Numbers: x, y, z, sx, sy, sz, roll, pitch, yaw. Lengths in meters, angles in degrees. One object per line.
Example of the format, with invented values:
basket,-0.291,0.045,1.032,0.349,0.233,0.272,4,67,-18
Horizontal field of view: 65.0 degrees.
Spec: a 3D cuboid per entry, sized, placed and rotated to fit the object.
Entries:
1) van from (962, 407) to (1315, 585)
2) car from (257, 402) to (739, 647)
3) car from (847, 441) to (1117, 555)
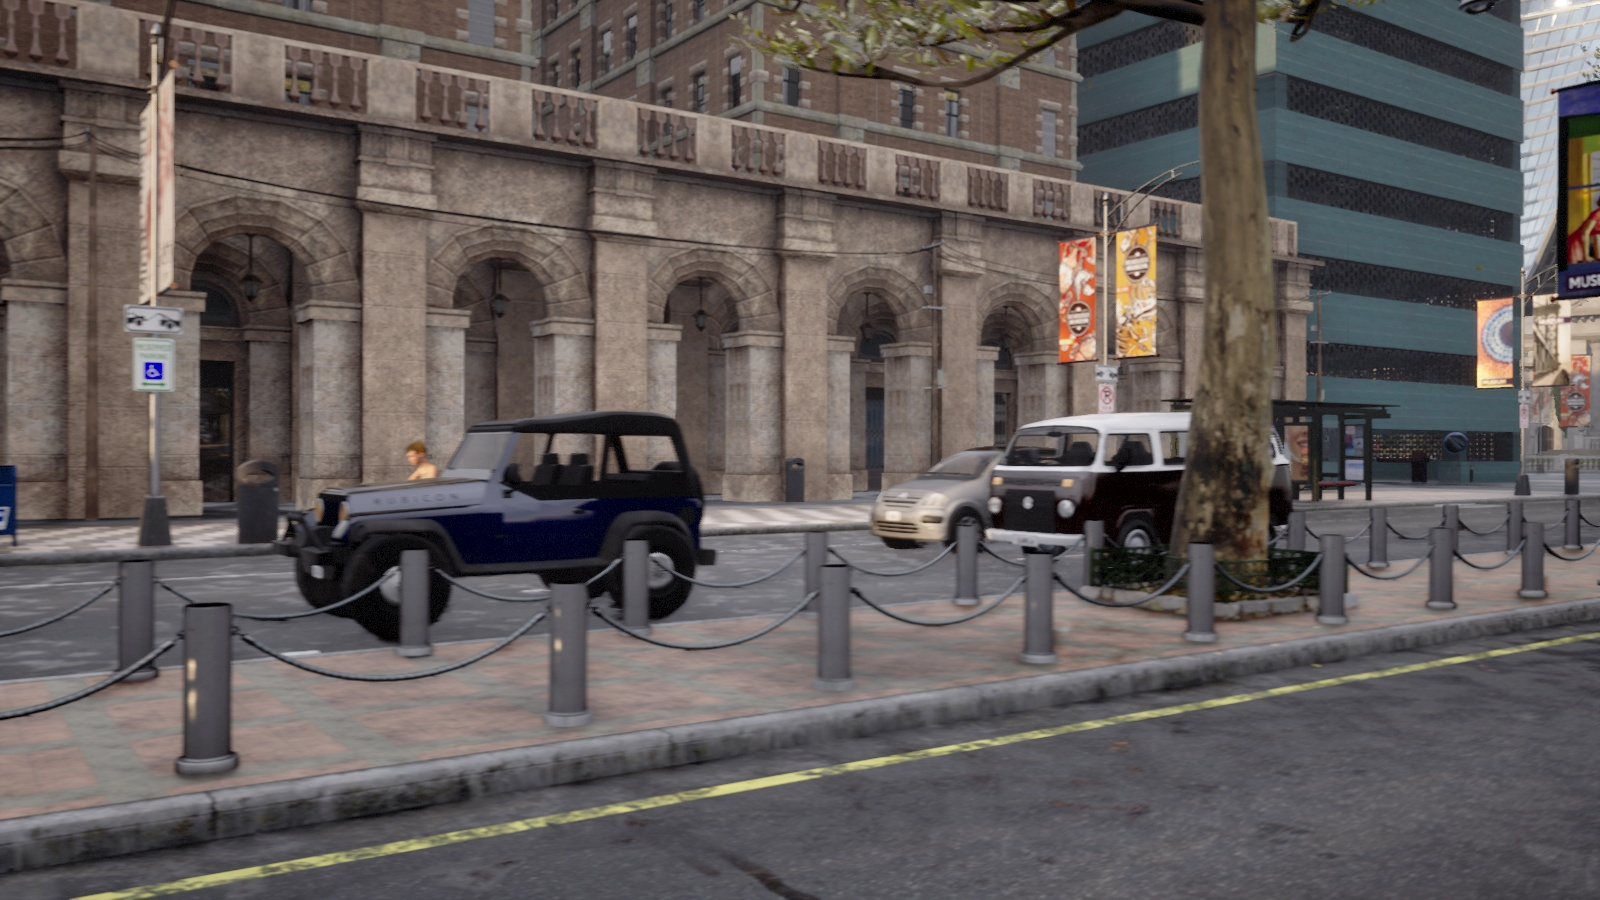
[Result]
van,4.525,0.489,16.557,4.480,2.038,2.069,-2,1,-35
car,-2.712,0.575,11.518,3.866,1.878,1.905,0,0,-35
car,2.896,0.685,19.686,3.988,1.617,1.851,0,0,-35
